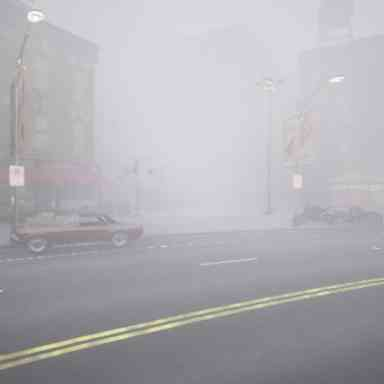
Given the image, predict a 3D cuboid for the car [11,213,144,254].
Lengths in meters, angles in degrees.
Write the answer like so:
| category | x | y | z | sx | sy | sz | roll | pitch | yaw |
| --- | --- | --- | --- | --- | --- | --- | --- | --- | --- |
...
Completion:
| category | x | y | z | sx | sy | sz | roll | pitch | yaw |
| --- | --- | --- | --- | --- | --- | --- | --- | --- | --- |
| car | -4.404 | 1.503 | 13.037 | 4.718 | 1.301 | 1.895 | 0 | 0 | -27 |
